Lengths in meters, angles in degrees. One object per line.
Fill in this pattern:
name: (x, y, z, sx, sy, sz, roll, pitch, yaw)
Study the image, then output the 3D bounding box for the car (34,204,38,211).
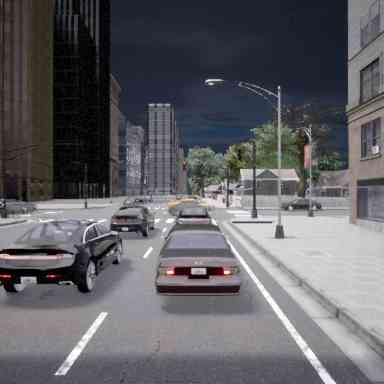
car: (-18.381, 1.476, 34.036, 4.902, 1.511, 2.128, 0, -1, -2)

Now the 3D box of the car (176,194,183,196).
car: (-3.228, 1.342, 83.923, 2.097, 1.767, 4.553, 0, 0, 0)

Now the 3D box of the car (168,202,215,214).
car: (0.103, 1.491, 17.839, 2.128, 1.511, 4.902, 0, 0, 0)

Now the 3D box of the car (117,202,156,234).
car: (-3.145, 1.504, 18.116, 1.837, 1.490, 4.892, 0, 0, 0)

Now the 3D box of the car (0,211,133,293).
car: (-3.149, 1.492, 8.856, 2.128, 1.511, 4.902, 0, 0, 0)

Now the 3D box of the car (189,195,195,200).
car: (0.025, 1.526, 94.365, 1.812, 1.442, 4.674, 0, 0, 0)

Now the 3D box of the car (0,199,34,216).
car: (-17.651, 1.440, 30.484, 4.902, 1.511, 2.128, 0, -1, 3)

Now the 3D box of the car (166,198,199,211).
car: (-0.097, 1.517, 30.887, 4.181, 1.385, 1.994, 0, 0, 0)

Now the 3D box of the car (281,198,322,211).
car: (13.293, 1.554, 40.739, 4.892, 1.490, 1.837, 0, -1, 0)

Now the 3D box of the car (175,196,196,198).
car: (-0.107, 1.458, 34.140, 5.008, 1.535, 1.882, 0, -1, 0)

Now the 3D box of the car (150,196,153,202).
car: (-9.731, 1.517, 73.229, 1.812, 1.442, 4.674, 0, 0, 0)

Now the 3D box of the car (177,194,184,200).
car: (-3.226, 1.311, 93.958, 1.882, 1.535, 5.008, 0, 0, 0)

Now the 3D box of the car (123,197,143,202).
car: (-9.812, 1.487, 53.797, 2.128, 1.511, 4.902, 0, 0, 1)

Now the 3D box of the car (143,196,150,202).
car: (-9.776, 1.595, 63.117, 1.895, 1.301, 4.718, 0, 0, 1)

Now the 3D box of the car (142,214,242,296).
car: (0.093, 1.545, 8.785, 2.033, 1.411, 5.357, 0, 0, -1)
